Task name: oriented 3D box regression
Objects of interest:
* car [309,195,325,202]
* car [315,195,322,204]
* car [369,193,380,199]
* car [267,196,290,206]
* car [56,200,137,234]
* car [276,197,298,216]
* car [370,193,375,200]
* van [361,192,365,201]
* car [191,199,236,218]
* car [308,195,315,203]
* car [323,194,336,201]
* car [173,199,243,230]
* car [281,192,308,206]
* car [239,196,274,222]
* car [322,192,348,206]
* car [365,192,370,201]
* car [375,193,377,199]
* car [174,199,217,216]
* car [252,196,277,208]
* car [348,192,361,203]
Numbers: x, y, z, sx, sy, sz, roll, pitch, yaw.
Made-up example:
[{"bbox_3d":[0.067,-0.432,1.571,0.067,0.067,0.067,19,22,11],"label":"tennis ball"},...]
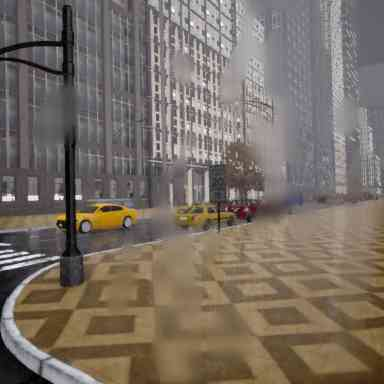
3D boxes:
[{"bbox_3d":[26.055,1.314,69.274,1.887,1.381,4.507,-2,-1,35],"label":"car"},{"bbox_3d":[21.666,1.154,53.230,1.882,1.535,5.008,-2,-2,35],"label":"car"},{"bbox_3d":[45.521,1.004,82.969,2.008,1.369,4.403,-2,-1,35],"label":"car"},{"bbox_3d":[13.284,1.407,50.900,1.887,1.381,4.507,-2,-1,35],"label":"car"},{"bbox_3d":[-5.436,1.441,19.406,1.882,1.535,5.008,-2,-1,35],"label":"car"},{"bbox_3d":[7.155,1.320,28.024,1.802,1.307,4.206,-2,-1,35],"label":"car"},{"bbox_3d":[35.917,0.832,69.241,2.192,1.841,5.009,-2,-1,35],"label":"car"},{"bbox_3d":[29.504,0.904,60.095,1.690,1.788,3.998,-2,-1,35],"label":"van"},{"bbox_3d":[2.042,1.423,30.158,1.812,1.442,4.674,-2,-1,35],"label":"car"},{"bbox_3d":[22.860,1.232,64.681,1.967,1.590,4.097,-2,-1,35],"label":"car"},{"bbox_3d":[32.441,1.271,78.460,1.887,1.381,4.507,-2,-1,35],"label":"car"},{"bbox_3d":[0.876,1.318,18.993,1.752,1.417,4.829,-2,-1,35],"label":"car"},{"bbox_3d":[14.256,1.013,47.575,2.150,2.045,5.566,-2,-1,35],"label":"car"},{"bbox_3d":[3.965,1.205,23.440,1.967,1.590,4.097,-2,-1,35],"label":"car"},{"bbox_3d":[20.010,1.159,46.500,1.752,1.417,4.829,-2,-1,35],"label":"car"},{"bbox_3d":[32.710,0.980,64.669,1.967,1.590,4.097,-2,-1,35],"label":"car"},{"bbox_3d":[39.147,1.060,73.798,1.947,1.339,4.313,-2,-1,35],"label":"car"},{"bbox_3d":[0.416,1.492,32.387,1.752,1.417,4.829,-2,-1,35],"label":"car"},{"bbox_3d":[10.089,1.327,46.308,1.967,1.590,4.097,-2,-1,35],"label":"car"},{"bbox_3d":[26.291,1.027,55.528,1.967,1.590,4.097,-2,-1,35],"label":"car"}]
